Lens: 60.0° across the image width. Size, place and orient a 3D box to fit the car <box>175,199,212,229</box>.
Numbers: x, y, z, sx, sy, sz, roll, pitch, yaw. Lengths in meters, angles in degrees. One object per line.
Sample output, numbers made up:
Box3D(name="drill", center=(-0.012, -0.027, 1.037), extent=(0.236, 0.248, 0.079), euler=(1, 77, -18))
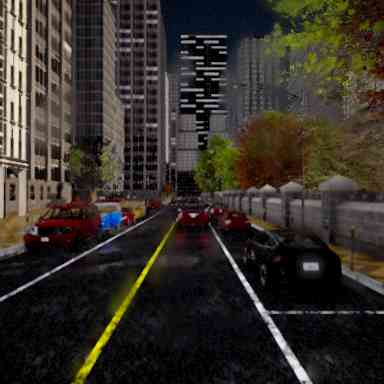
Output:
Box3D(name="car", center=(0.088, 1.597, 23.570), extent=(2.097, 1.767, 4.553), euler=(0, -1, 0))

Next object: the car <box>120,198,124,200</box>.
Box3D(name="car", center=(-17.657, 2.036, 77.342), extent=(4.097, 1.590, 1.967), euler=(1, -1, 1))

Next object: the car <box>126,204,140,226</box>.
Box3D(name="car", center=(-5.473, 1.852, 25.959), extent=(1.802, 1.307, 4.206), euler=(0, -1, 0))

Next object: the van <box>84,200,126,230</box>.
Box3D(name="van", center=(-5.470, 1.556, 20.421), extent=(1.690, 1.788, 3.998), euler=(0, -1, 0))

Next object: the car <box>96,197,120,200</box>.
Box3D(name="car", center=(-17.798, 2.098, 69.460), extent=(4.206, 1.307, 1.802), euler=(1, -1, 1))

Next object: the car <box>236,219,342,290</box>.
Box3D(name="car", center=(2.562, 1.663, 9.233), extent=(1.947, 1.339, 4.313), euler=(0, -1, 0))

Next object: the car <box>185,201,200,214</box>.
Box3D(name="car", center=(0.077, 1.931, 41.677), extent=(1.837, 1.490, 4.892), euler=(0, -1, 0))

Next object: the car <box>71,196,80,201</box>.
Box3D(name="car", center=(-28.707, 1.784, 77.563), extent=(5.009, 1.841, 2.192), euler=(1, -1, 1))

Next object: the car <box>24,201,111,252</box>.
Box3D(name="car", center=(-5.467, 1.473, 14.881), extent=(2.192, 1.841, 5.009), euler=(0, -1, 0))

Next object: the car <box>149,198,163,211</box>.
Box3D(name="car", center=(-5.340, 1.809, 48.124), extent=(2.192, 1.841, 5.009), euler=(0, -1, 0))

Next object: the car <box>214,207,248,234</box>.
Box3D(name="car", center=(2.556, 1.793, 20.332), extent=(1.802, 1.307, 4.206), euler=(0, -1, 0))

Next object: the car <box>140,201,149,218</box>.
Box3D(name="car", center=(-5.476, 1.850, 31.330), extent=(1.752, 1.417, 4.829), euler=(0, -1, 0))

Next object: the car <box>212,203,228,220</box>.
Box3D(name="car", center=(2.549, 1.763, 31.433), extent=(1.967, 1.590, 4.097), euler=(0, -1, 0))
